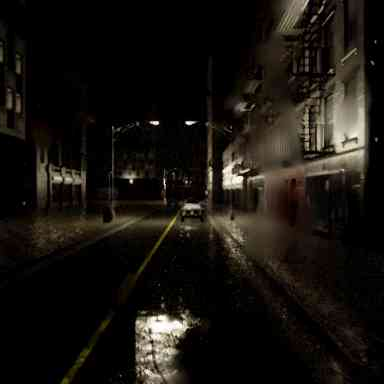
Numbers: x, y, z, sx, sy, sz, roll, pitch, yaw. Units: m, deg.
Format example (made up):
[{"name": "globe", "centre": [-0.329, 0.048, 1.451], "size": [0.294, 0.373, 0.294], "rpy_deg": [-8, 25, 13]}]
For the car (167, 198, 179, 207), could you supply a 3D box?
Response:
[{"name": "car", "centre": [-3.082, 1.766, 54.988], "size": [1.812, 1.442, 4.674], "rpy_deg": [0, 0, 0]}]

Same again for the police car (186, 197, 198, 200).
[{"name": "police car", "centre": [-0.022, 1.649, 51.040], "size": [1.930, 1.638, 5.238], "rpy_deg": [0, 0, 0]}]

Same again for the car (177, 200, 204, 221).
[{"name": "car", "centre": [0.045, 1.673, 28.488], "size": [2.033, 1.411, 5.357], "rpy_deg": [0, 0, 0]}]
